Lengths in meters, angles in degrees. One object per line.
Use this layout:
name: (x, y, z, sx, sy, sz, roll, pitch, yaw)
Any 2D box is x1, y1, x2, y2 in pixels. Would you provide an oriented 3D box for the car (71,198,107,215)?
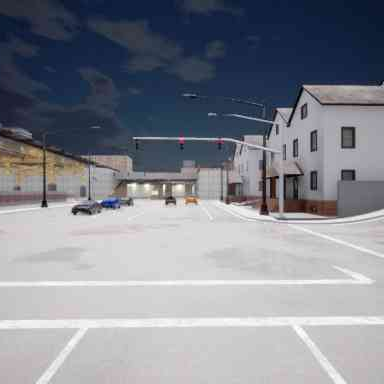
car: (-10.704, 1.547, 34.298, 2.033, 1.411, 5.357, 0, 0, 0)

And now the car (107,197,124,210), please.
car: (-10.730, 1.478, 44.021, 1.882, 1.535, 5.008, 0, 0, 0)

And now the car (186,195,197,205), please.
car: (-0.082, 1.352, 60.479, 2.097, 1.767, 4.553, 0, 0, 0)

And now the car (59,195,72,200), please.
car: (-31.967, 1.295, 84.213, 1.853, 1.218, 4.536, 0, 0, -37)

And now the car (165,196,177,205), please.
car: (-3.677, 1.505, 58.535, 1.837, 1.490, 4.892, 0, 0, 0)

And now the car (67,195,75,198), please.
car: (-31.936, 1.452, 84.171, 2.038, 1.542, 4.974, 0, 0, -37)

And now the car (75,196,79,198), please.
car: (-32.767, 1.295, 89.490, 1.853, 1.218, 4.536, 0, 0, 28)

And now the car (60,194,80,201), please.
car: (-32.742, 1.452, 89.535, 2.038, 1.542, 4.974, 0, 0, 28)

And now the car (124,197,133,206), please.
car: (-10.752, 1.526, 54.295, 1.812, 1.442, 4.674, 0, 0, 0)
